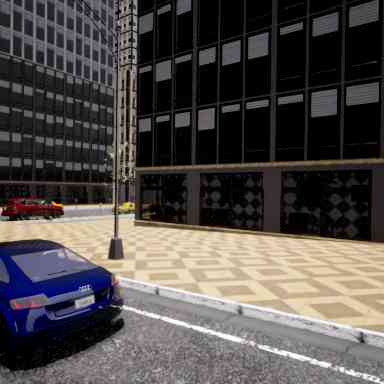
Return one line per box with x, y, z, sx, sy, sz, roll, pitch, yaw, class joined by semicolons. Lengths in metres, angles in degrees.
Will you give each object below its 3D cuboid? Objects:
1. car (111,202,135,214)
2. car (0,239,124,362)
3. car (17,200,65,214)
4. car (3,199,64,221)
-7.051;1.830;38.403;1.752;1.417;4.829;1;0;36;car
-3.212;1.561;5.956;4.181;1.385;1.994;0;0;34;car
-17.347;1.643;38.527;1.752;1.417;4.829;1;0;36;car
-13.814;1.520;29.166;2.192;1.841;5.009;1;0;36;car
